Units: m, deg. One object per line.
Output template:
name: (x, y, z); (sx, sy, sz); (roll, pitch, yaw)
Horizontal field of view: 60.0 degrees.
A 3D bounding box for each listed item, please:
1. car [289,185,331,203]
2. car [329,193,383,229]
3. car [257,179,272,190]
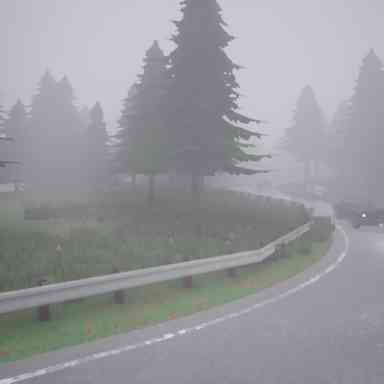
car: (10.609, 0.118, 29.856); (1.812, 1.442, 4.674); (2, 4, -16)
car: (8.687, 0.997, 16.844); (1.895, 1.301, 4.718); (1, 4, 8)
car: (10.150, -1.130, 46.616); (1.837, 1.490, 4.892); (1, 4, 14)
